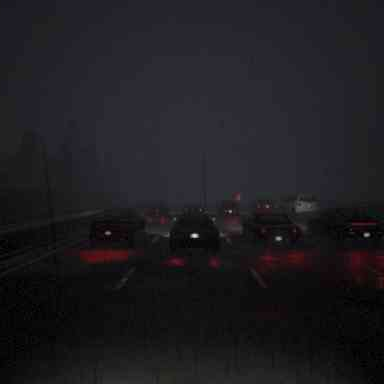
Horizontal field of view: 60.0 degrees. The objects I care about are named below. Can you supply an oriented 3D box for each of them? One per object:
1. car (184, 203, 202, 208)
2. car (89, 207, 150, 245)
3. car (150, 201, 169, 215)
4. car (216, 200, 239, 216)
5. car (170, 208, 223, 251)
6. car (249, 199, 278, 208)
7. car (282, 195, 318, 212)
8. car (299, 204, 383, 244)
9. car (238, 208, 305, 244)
[{"bbox_3d":[0.106,1.686,32.136,1.895,1.301,4.718,0,0,0],"label":"car"},{"bbox_3d":[-3.397,1.520,15.940,1.882,1.535,5.008,0,0,0],"label":"car"},{"bbox_3d":[-3.409,1.618,34.728,1.812,1.442,4.674,0,0,0],"label":"car"},{"bbox_3d":[3.606,1.594,33.724,1.837,1.490,4.892,0,0,0],"label":"car"},{"bbox_3d":[0.102,1.602,14.342,1.994,1.385,4.181,0,0,0],"label":"car"},{"bbox_3d":[7.106,1.440,33.394,2.097,1.767,4.553,0,0,0],"label":"car"},{"bbox_3d":[10.604,1.307,32.812,2.150,2.045,5.566,0,0,0],"label":"car"},{"bbox_3d":[7.102,1.533,15.937,2.128,1.511,4.902,0,0,0],"label":"car"},{"bbox_3d":[3.602,1.643,16.015,1.895,1.301,4.718,0,0,0],"label":"car"}]
